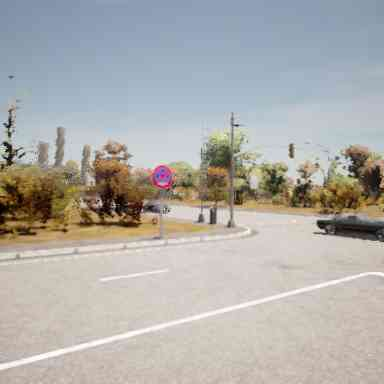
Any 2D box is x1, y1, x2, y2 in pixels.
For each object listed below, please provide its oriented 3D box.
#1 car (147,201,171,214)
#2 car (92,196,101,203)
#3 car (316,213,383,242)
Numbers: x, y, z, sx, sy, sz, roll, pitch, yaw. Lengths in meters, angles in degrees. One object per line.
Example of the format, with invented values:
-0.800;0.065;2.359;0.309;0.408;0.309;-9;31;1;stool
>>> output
-4.167;1.807;39.557;1.994;1.385;4.181;1;0;-32;car
-18.640;1.486;62.029;1.895;1.301;4.718;1;1;-35;car
9.320;1.832;18.191;1.895;1.301;4.718;1;0;-32;car
